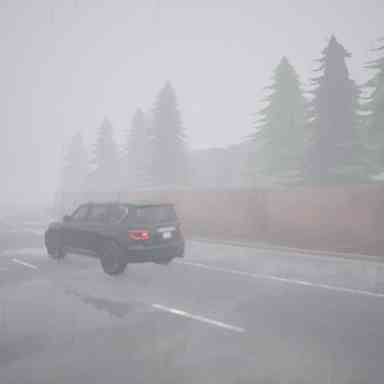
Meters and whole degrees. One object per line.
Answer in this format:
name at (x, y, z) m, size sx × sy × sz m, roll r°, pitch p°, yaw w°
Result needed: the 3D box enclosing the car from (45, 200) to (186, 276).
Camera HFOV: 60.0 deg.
car at (-2.692, 1.297, 10.926) m, size 5.566 × 2.045 × 2.150 m, roll 0°, pitch 0°, yaw 41°
